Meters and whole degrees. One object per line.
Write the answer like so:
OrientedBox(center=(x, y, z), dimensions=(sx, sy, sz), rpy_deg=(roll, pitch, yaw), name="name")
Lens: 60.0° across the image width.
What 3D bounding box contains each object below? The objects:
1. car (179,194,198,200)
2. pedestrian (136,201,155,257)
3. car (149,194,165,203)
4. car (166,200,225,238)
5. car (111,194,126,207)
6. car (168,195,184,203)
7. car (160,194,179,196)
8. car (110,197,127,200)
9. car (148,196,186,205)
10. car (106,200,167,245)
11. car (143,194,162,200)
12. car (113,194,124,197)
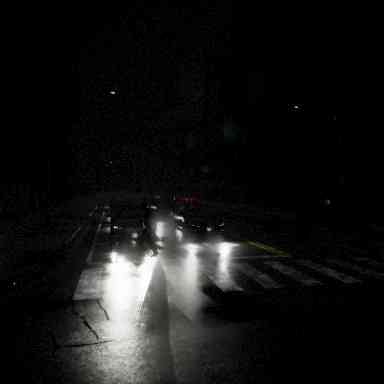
OrientedBox(center=(-0.495, 1.037, 47.609), dimensions=(2.097, 1.767, 4.553), rpy_deg=(1, 0, -13), name="car")
OrientedBox(center=(-1.500, 1.162, 10.651), dimensions=(0.375, 1.860, 0.375), rpy_deg=(1, 0, -14), name="pedestrian")
OrientedBox(center=(-6.016, 1.059, 56.406), dimensions=(2.128, 1.511, 4.902), rpy_deg=(1, 0, -14), name="car")
OrientedBox(center=(0.166, 1.363, 16.745), dimensions=(1.837, 1.490, 4.892), rpy_deg=(1, 0, -14), name="car")
OrientedBox(center=(-9.821, 1.098, 44.337), dimensions=(1.837, 1.490, 4.892), rpy_deg=(1, 1, -13), name="car")
OrientedBox(center=(-2.866, 1.201, 57.203), dimensions=(1.895, 1.301, 4.718), rpy_deg=(1, 0, -14), name="car")
OrientedBox(center=(-3.659, 1.199, 46.924), dimensions=(2.033, 1.411, 5.357), rpy_deg=(1, 0, -13), name="car")
OrientedBox(center=(-4.979, 1.308, 24.179), dimensions=(2.033, 1.411, 5.357), rpy_deg=(1, 0, -14), name="car")
OrientedBox(center=(-2.064, 1.291, 25.950), dimensions=(1.837, 1.490, 4.892), rpy_deg=(1, 0, -14), name="car")
OrientedBox(center=(-2.679, 1.326, 14.708), dimensions=(2.128, 1.511, 4.902), rpy_deg=(1, 0, -14), name="car")
OrientedBox(center=(-4.517, 1.250, 36.072), dimensions=(2.033, 1.411, 5.357), rpy_deg=(1, 0, -14), name="car")
OrientedBox(center=(-7.409, 1.205, 34.219), dimensions=(1.812, 1.442, 4.674), rpy_deg=(1, 0, -13), name="car")
